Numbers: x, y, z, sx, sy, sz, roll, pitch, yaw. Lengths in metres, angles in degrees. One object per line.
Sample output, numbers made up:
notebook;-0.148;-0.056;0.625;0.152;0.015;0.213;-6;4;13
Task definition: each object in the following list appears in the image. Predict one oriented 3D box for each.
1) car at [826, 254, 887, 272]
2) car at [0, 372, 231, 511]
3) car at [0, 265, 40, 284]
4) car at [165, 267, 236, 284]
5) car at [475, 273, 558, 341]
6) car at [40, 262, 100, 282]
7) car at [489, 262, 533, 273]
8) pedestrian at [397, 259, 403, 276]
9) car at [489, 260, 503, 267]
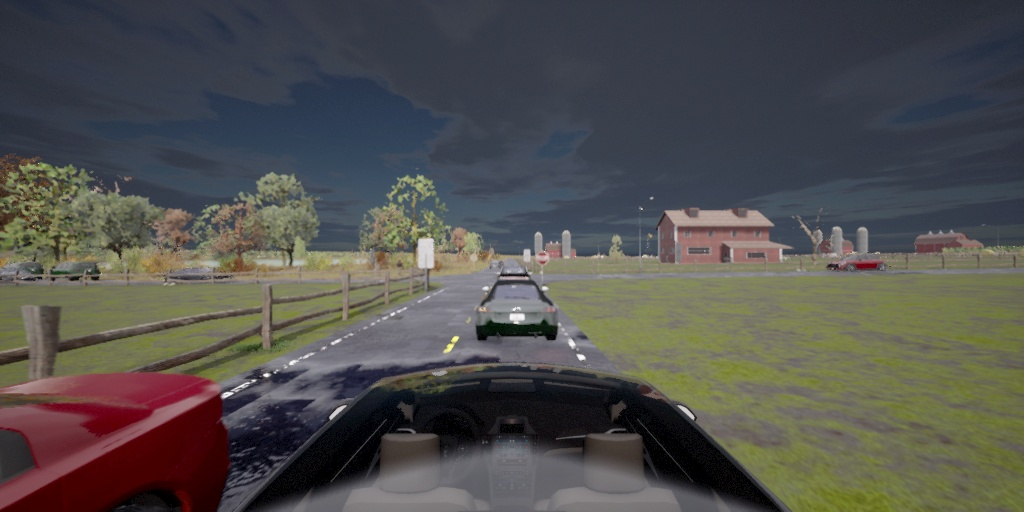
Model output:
car;33.946;0.656;35.432;4.553;1.767;2.097;-1;0;1
car;-2.848;1.224;0.317;1.882;1.535;5.008;0;0;0
car;-50.687;1.990;36.396;4.902;1.511;2.128;-1;0;19
car;-28.676;1.761;33.040;5.357;1.411;2.033;-1;0;1
car;0.101;1.333;9.976;1.994;1.385;4.181;0;0;0
car;-46.779;1.665;38.242;5.566;2.045;2.150;-1;0;17
car;0.136;1.284;19.849;2.128;1.511;4.902;0;0;1
pedestrian;-12.164;1.253;38.816;0.375;1.860;0.375;0;1;0
car;-2.814;1.417;60.463;1.812;1.442;4.674;0;0;0
